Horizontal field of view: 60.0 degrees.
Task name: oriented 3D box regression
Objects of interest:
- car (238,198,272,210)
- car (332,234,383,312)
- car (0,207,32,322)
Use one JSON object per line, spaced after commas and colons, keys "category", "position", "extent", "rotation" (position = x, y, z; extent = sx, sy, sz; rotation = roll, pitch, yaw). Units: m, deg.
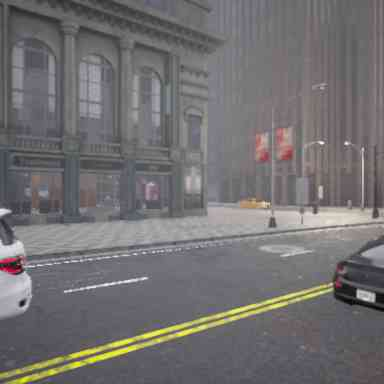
{"category": "car", "position": [8.296, 1.591, 43.921], "extent": [1.882, 1.535, 5.008], "rotation": [0, 0, -36]}
{"category": "car", "position": [4.732, 1.542, 6.804], "extent": [4.674, 1.442, 1.812], "rotation": [0, 0, -35]}
{"category": "car", "position": [-5.049, 1.218, 4.080], "extent": [5.566, 2.045, 2.150], "rotation": [0, 0, -35]}
